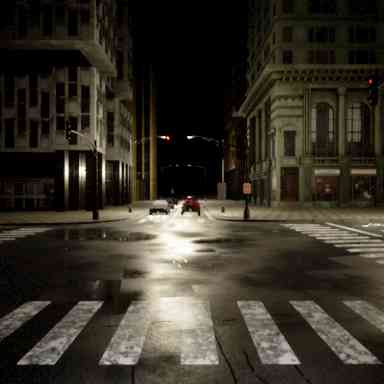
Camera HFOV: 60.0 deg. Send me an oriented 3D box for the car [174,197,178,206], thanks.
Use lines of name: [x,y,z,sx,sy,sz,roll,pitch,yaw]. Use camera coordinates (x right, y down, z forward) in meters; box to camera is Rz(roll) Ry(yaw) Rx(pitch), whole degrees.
car: [-3.280,1.509,44.058,2.033,1.411,5.357,0,0,-1]

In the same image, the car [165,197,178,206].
car: [-3.289,1.506,54.116,1.994,1.385,4.181,0,0,0]

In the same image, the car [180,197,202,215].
car: [-0.104,1.502,33.952,1.812,1.442,4.674,0,0,1]

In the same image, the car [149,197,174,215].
car: [-3.208,1.525,33.992,2.033,1.411,5.357,0,0,0]
